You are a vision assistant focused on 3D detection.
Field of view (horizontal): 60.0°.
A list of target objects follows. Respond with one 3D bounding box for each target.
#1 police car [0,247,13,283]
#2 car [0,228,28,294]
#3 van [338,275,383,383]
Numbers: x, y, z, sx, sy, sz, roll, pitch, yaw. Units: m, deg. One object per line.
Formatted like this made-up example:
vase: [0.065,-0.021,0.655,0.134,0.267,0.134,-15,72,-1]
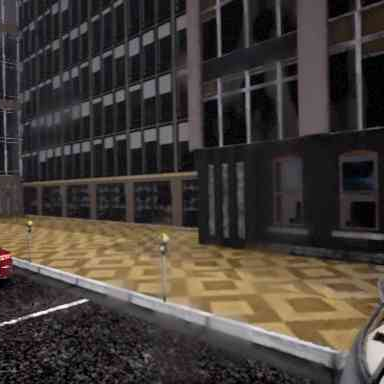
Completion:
police car: [-4.759,1.478,5.028,5.238,1.638,1.930,-1,0,41]
car: [-6.057,1.640,8.509,4.206,1.307,1.802,-1,0,41]
van: [2.569,1.282,1.085,3.998,1.788,1.690,-1,0,41]
